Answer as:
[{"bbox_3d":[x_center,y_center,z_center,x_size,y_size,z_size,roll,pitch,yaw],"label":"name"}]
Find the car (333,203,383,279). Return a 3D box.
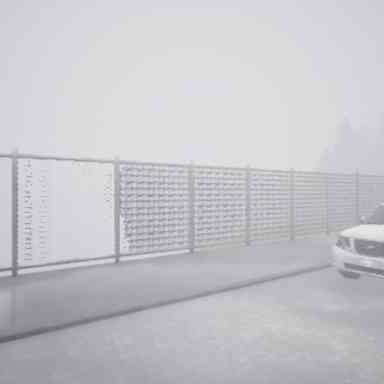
[{"bbox_3d":[6.130,1.229,8.967,5.566,2.045,2.150,0,0,-36],"label":"car"}]
